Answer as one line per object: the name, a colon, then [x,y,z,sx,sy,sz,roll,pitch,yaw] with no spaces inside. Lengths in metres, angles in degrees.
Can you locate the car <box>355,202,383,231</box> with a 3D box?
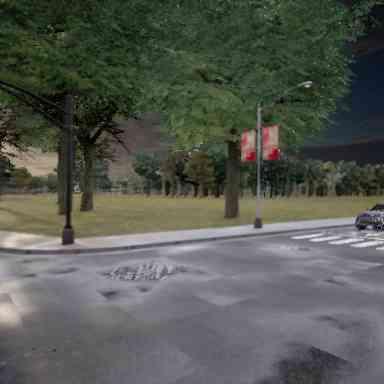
car: [11.911,1.415,20.143,4.553,1.767,2.097,0,0,-35]
